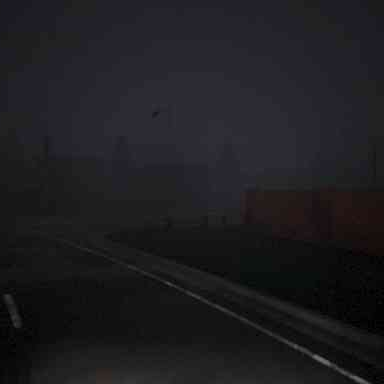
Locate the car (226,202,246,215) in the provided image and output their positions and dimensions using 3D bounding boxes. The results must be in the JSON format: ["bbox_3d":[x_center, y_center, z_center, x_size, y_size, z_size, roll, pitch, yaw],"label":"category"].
[{"bbox_3d":[6.468,1.926,39.842,5.008,1.535,1.882,1,-1,-23],"label":"car"}]
